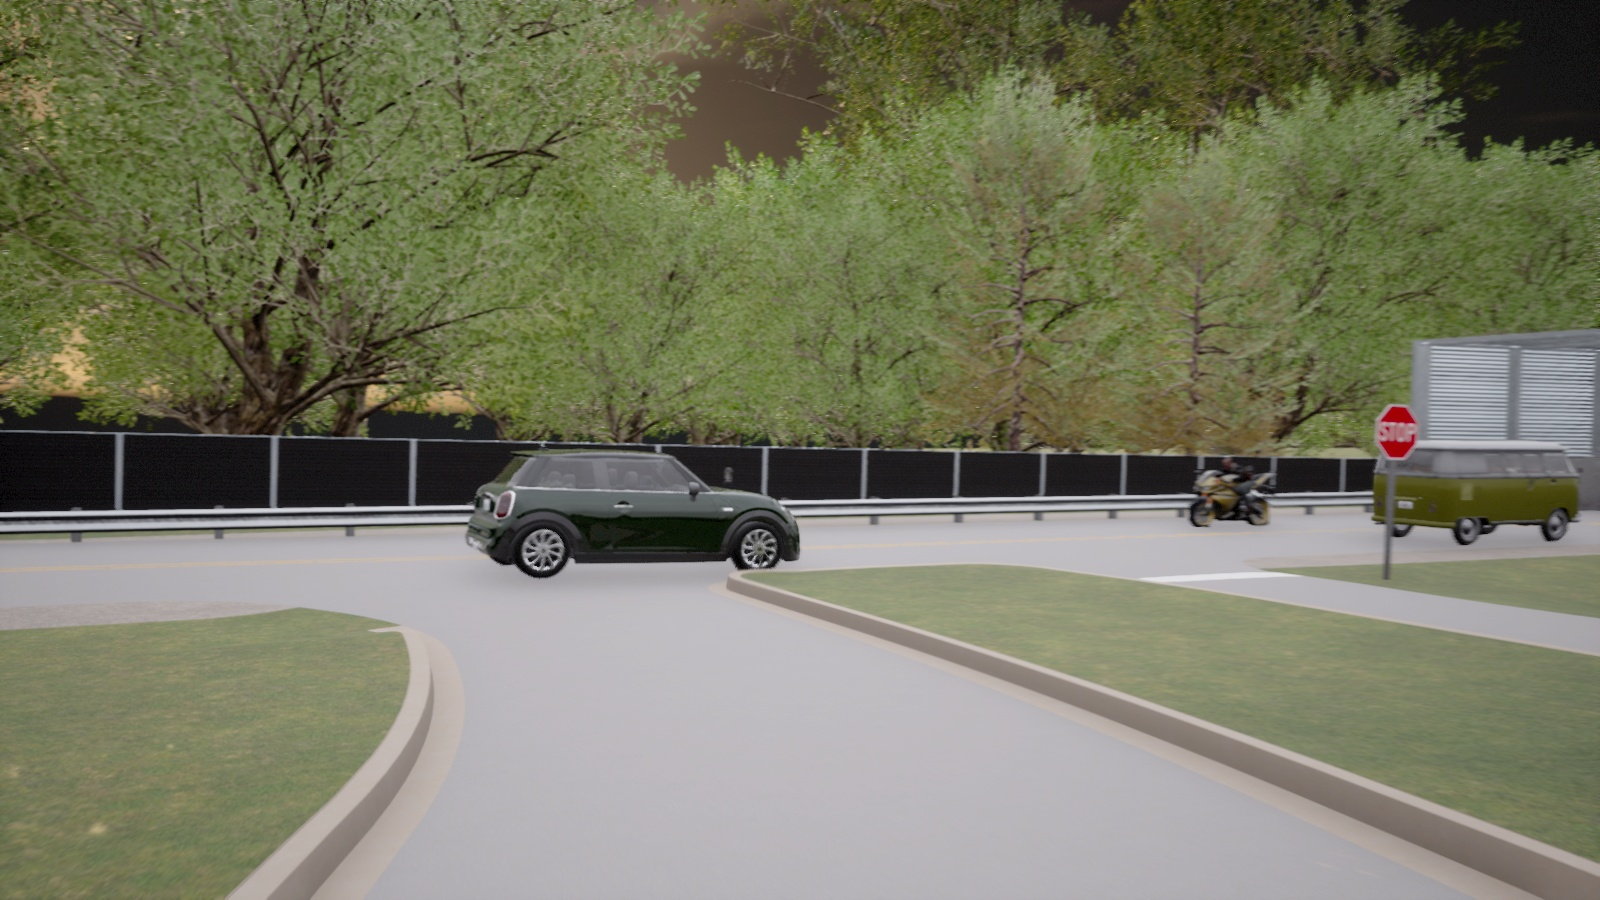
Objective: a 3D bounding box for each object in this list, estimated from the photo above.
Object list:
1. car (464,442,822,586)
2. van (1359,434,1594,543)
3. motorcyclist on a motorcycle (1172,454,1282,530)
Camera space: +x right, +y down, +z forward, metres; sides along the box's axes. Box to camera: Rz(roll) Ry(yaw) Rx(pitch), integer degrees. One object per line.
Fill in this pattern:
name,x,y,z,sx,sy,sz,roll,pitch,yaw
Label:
car,-2.210,0.825,17.698,4.553,1.767,2.097,1,1,-26
van,13.509,0.695,25.048,4.442,1.987,1.775,0,2,-25
motorcyclist on a motorcycle,9.158,0.873,26.939,2.191,1.530,0.866,0,2,-24
